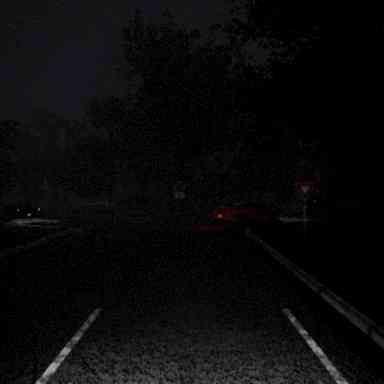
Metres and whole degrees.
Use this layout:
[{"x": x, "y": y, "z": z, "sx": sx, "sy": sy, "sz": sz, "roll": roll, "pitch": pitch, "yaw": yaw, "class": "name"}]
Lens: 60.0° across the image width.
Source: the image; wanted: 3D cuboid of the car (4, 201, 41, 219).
[{"x": -13.719, "y": 1.403, "z": 26.881, "sx": 1.895, "sy": 1.301, "sz": 4.718, "roll": 0, "pitch": 1, "yaw": -39, "class": "car"}]

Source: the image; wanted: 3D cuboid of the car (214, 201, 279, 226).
[{"x": 3.737, "y": 1.315, "z": 22.141, "sx": 5.008, "sy": 1.535, "sz": 1.882, "roll": 0, "pitch": -1, "yaw": -37, "class": "car"}]

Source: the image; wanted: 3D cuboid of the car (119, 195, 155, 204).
[{"x": -8.501, "y": 1.168, "z": 51.781, "sx": 5.357, "sy": 1.411, "sz": 2.033, "roll": 0, "pitch": 0, "yaw": -23, "class": "car"}]

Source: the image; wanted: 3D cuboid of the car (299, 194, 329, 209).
[{"x": 14.403, "y": 1.064, "z": 39.309, "sx": 2.097, "sy": 1.767, "sz": 4.553, "roll": 0, "pitch": 0, "yaw": -3, "class": "car"}]
